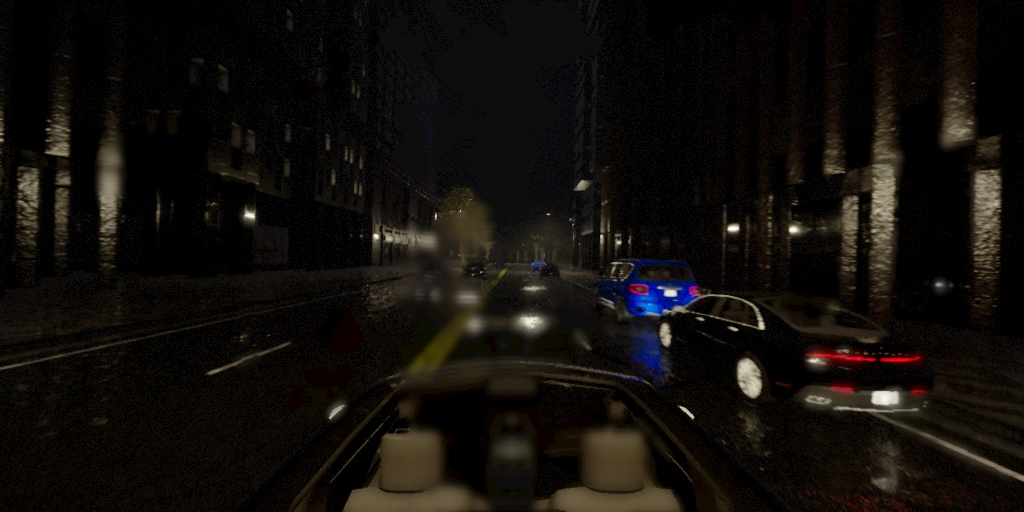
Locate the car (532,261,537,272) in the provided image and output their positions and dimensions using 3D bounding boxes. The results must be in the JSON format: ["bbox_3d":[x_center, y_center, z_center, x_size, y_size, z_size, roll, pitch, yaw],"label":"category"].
[{"bbox_3d":[3.830,1.452,50.747,1.882,1.535,5.008,2,0,1],"label":"car"}]

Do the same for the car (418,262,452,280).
[{"bbox_3d":[-6.258,1.187,29.734,2.033,1.411,5.357,2,0,1],"label":"car"}]

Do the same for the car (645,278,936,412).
[{"bbox_3d":[4.314,1.388,6.534,1.837,1.490,4.892,2,0,1],"label":"car"}]

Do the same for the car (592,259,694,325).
[{"bbox_3d":[4.385,1.125,12.564,2.150,2.045,5.566,2,0,1],"label":"car"}]

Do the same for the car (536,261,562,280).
[{"bbox_3d":[3.652,1.457,34.608,1.812,1.442,4.674,2,0,1],"label":"car"}]

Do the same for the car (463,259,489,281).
[{"bbox_3d":[-2.995,1.240,30.524,1.837,1.490,4.892,2,0,1],"label":"car"}]
